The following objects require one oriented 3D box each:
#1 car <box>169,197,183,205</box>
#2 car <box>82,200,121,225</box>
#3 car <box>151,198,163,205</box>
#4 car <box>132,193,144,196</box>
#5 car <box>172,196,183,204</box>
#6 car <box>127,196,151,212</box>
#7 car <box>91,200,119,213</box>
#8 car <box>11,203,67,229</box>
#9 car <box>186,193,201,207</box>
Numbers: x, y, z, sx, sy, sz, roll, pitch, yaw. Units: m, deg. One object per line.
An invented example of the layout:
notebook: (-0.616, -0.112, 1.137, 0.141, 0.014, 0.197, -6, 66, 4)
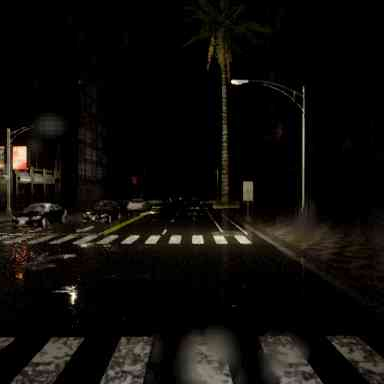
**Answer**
car: (-2.920, 1.600, 57.693, 1.994, 1.385, 4.181, 0, 0, 1)
car: (-6.497, 1.506, 24.356, 1.837, 1.490, 4.892, 0, 0, 0)
car: (-6.258, 1.692, 57.955, 1.895, 1.301, 4.718, 0, 0, 0)
car: (-9.508, 1.265, 57.956, 2.150, 2.045, 5.566, 0, 0, 0)
car: (-2.878, 1.620, 67.651, 1.994, 1.385, 4.181, 0, 0, 0)
car: (-6.428, 1.535, 39.477, 1.812, 1.442, 4.674, 0, 0, 0)
car: (-9.690, 1.608, 37.422, 1.895, 1.301, 4.718, 0, 0, 0)
car: (-9.758, 1.492, 21.617, 2.128, 1.511, 4.902, 0, 0, 0)
car: (0.223, 1.249, 53.399, 2.150, 2.045, 5.566, 0, 0, 0)
